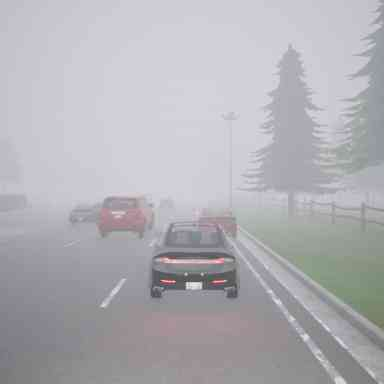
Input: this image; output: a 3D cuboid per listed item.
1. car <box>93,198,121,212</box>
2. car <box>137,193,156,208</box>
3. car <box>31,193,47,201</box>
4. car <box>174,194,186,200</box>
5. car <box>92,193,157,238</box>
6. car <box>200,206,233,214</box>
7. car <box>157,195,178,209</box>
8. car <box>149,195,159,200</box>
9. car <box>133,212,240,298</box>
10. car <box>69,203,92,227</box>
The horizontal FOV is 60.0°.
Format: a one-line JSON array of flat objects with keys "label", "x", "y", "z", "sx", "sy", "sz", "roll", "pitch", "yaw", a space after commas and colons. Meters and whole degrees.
[{"label": "car", "x": -10.369, "y": 1.547, "z": 41.052, "sx": 2.033, "sy": 1.411, "sz": 5.357, "roll": 0, "pitch": 0, "yaw": 0}, {"label": "car", "x": -6.864, "y": 1.223, "z": 50.654, "sx": 2.150, "sy": 2.045, "sz": 5.566, "roll": 0, "pitch": 0, "yaw": 0}, {"label": "car", "x": -37.051, "y": 1.225, "z": 80.492, "sx": 2.150, "sy": 2.045, "sz": 5.566, "roll": 0, "pitch": 0, "yaw": -42}, {"label": "car", "x": -3.432, "y": 1.478, "z": 94.018, "sx": 1.882, "sy": 1.535, "sz": 5.008, "roll": 0, "pitch": 0, "yaw": 0}, {"label": "car", "x": -3.387, "y": 1.221, "z": 17.937, "sx": 2.150, "sy": 2.045, "sz": 5.566, "roll": 0, "pitch": 0, "yaw": 0}, {"label": "car", "x": 1.238, "y": 1.478, "z": 17.810, "sx": 1.882, "sy": 1.535, "sz": 5.008, "roll": 0, "pitch": 0, "yaw": 0}, {"label": "car", "x": -3.367, "y": 1.505, "z": 45.579, "sx": 1.837, "sy": 1.490, "sz": 4.892, "roll": 0, "pitch": 0, "yaw": 0}, {"label": "car", "x": -10.434, "y": 1.540, "z": 90.981, "sx": 2.033, "sy": 1.411, "sz": 5.357, "roll": 0, "pitch": 0, "yaw": 0}, {"label": "car", "x": 0.058, "y": 1.492, "z": 8.469, "sx": 2.128, "sy": 1.511, "sz": 4.902, "roll": 0, "pitch": 0, "yaw": 0}, {"label": "car", "x": -6.882, "y": 1.492, "z": 23.025, "sx": 2.128, "sy": 1.511, "sz": 4.902, "roll": 0, "pitch": 0, "yaw": 0}]
